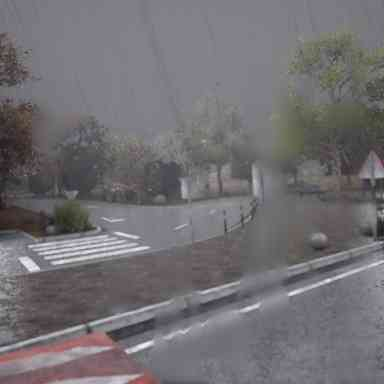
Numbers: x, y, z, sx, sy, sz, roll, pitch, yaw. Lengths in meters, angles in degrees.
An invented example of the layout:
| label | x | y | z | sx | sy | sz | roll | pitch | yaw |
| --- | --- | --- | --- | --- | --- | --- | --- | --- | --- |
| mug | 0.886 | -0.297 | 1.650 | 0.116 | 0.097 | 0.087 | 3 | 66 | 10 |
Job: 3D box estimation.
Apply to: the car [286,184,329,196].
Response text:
| label | x | y | z | sx | sy | sz | roll | pitch | yaw |
| --- | --- | --- | --- | --- | --- | --- | --- | --- | --- |
| car | 15.156 | -0.322 | 43.863 | 5.357 | 1.411 | 2.033 | -2 | 3 | 10 |
